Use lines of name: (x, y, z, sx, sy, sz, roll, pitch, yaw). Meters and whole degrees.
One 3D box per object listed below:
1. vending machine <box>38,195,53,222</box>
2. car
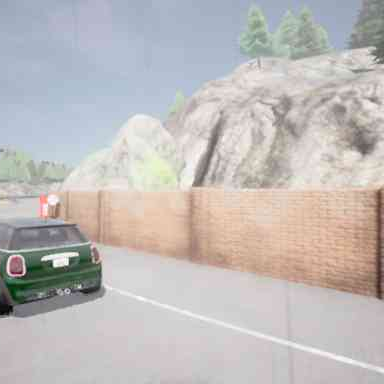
vending machine: (-11.892, 1.324, 26.988, 1.100, 2.100, 0.880, 0, 0, -25)
car: (-4.081, 1.390, 7.907, 4.553, 1.767, 2.097, 0, -1, 44)
